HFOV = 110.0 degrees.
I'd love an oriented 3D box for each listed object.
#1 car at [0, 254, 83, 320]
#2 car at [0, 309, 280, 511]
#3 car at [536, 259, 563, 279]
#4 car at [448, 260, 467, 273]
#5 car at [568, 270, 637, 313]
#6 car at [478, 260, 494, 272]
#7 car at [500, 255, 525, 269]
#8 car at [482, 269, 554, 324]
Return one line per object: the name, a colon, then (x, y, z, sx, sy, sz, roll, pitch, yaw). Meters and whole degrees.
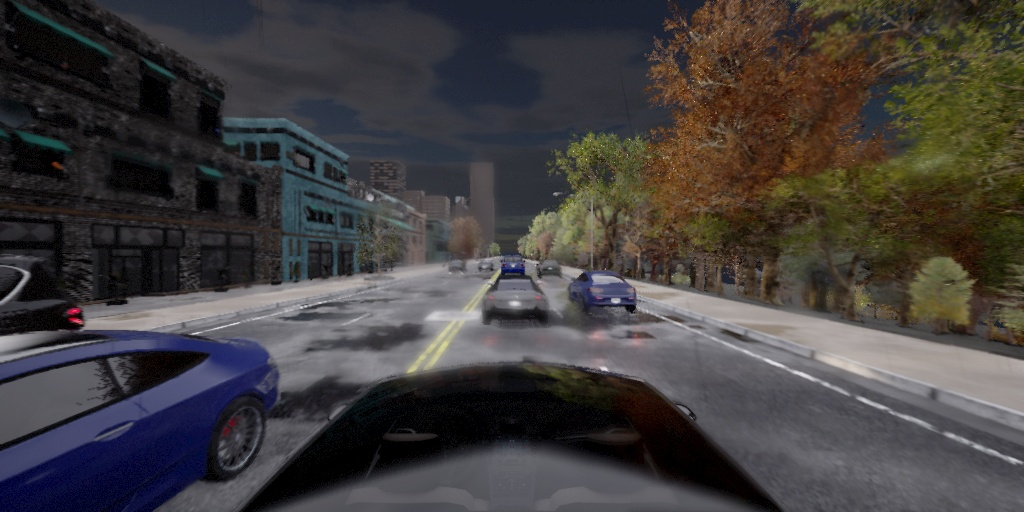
car: (-6.602, 0.971, 2.295, 2.150, 2.045, 5.566, 0, 0, 0)
car: (-3.363, 1.275, 1.982, 1.812, 1.442, 4.674, 0, 0, 0)
car: (3.341, 1.089, 32.952, 2.097, 1.767, 4.553, 0, 0, 0)
car: (-6.598, 1.238, 43.936, 1.837, 1.490, 4.892, 0, 0, 0)
car: (3.359, 1.271, 13.872, 1.812, 1.442, 4.674, 0, 0, 0)
car: (-3.340, 1.223, 46.422, 2.128, 1.511, 4.902, 0, 0, 0)
car: (0.091, 0.958, 33.787, 2.150, 2.045, 5.566, 0, 0, 0)
car: (0.096, 1.310, 12.004, 1.994, 1.385, 4.181, 0, 0, 0)
